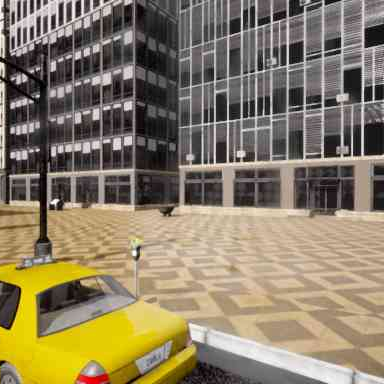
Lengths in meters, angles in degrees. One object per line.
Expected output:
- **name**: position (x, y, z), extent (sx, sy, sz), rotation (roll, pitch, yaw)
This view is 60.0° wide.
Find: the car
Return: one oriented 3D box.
- **car**: position (-2.228, 1.525, 4.479), extent (4.829, 1.417, 1.752), rotation (0, 0, 36)
